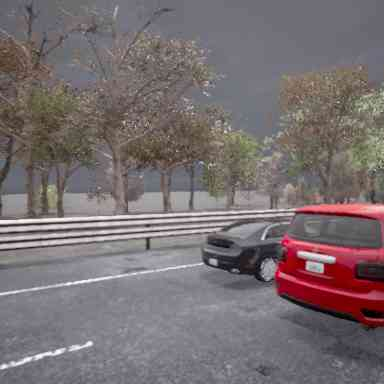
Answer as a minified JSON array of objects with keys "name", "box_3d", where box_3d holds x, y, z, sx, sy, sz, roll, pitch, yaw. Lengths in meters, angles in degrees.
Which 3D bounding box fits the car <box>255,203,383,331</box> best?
[{"name":"car","box_3d":[4.058,1.247,6.616,5.566,2.045,2.150,0,0,-35]}]

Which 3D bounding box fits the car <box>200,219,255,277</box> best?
[{"name":"car","box_3d":[2.513,1.533,9.811,4.892,1.490,1.837,0,0,-35]}]
